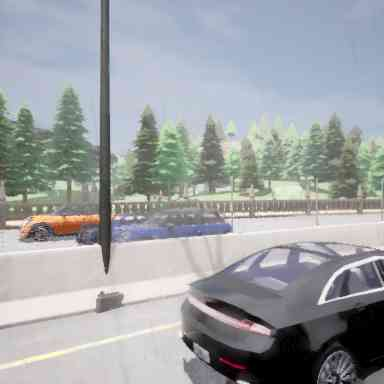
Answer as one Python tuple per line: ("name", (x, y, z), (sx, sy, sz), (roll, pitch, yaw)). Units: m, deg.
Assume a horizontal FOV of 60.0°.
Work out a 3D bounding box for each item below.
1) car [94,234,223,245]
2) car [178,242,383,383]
("car", (-0.790, 1.353, 11.383), (4.553, 1.767, 2.097), (0, 0, -30))
("car", (2.168, 1.492, 4.804), (4.902, 1.511, 2.128), (0, 0, -31))
